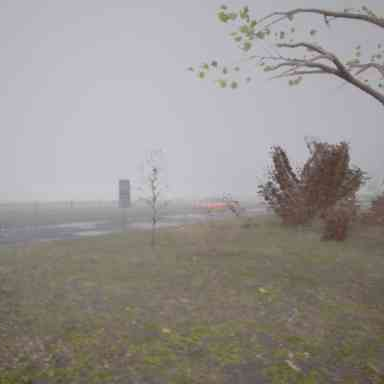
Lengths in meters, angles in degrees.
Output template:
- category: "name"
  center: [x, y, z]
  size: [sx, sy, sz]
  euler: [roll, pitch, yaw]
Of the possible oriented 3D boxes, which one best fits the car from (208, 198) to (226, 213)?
- category: "car"
  center: [1.794, 1.405, 35.602]
  size: [2.097, 1.767, 4.553]
  euler: [0, 0, 35]
